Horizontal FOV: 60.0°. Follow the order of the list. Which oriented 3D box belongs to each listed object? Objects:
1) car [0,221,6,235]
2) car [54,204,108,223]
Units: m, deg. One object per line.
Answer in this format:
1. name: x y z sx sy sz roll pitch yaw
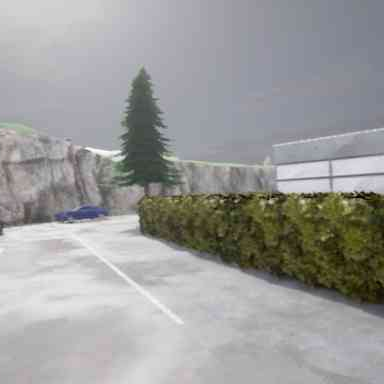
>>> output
1. car: -12.893 2.188 20.191 1.895 1.301 4.718 -2 0 -16
2. car: -10.323 1.970 31.212 1.882 1.535 5.008 -3 0 43
